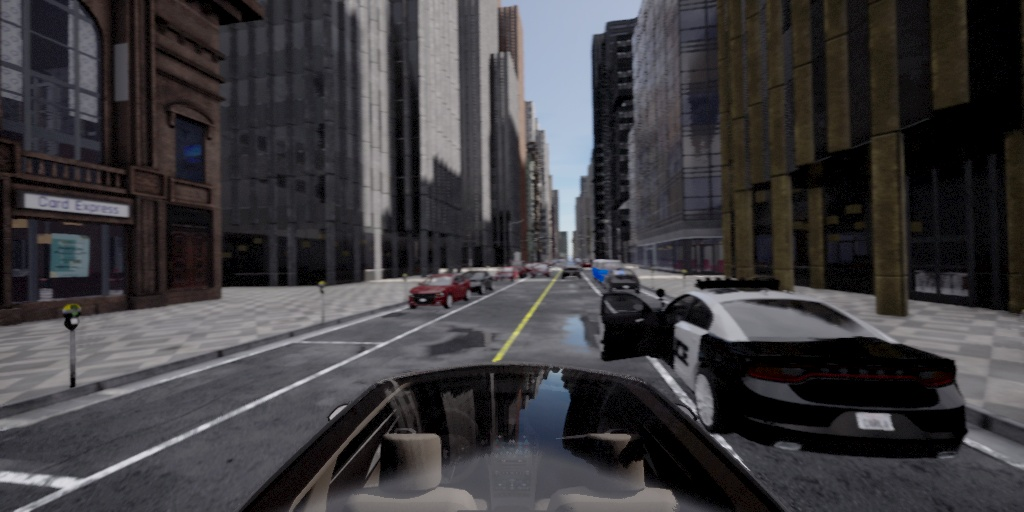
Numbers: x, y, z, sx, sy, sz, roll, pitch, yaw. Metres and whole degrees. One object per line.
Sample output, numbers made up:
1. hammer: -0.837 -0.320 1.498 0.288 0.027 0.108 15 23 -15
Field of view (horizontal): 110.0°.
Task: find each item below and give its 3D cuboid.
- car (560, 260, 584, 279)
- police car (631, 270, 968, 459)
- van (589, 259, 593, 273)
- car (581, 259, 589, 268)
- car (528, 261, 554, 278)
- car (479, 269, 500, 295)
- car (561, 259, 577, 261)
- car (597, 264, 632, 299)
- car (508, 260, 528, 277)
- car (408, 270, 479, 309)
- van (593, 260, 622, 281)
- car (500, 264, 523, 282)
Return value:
1. car: 5.815 1.463 35.151 1.837 1.490 4.892 -1 0 9
2. police car: 3.335 1.146 5.450 1.930 1.638 5.238 -1 -1 9
3. van: 7.973 1.222 31.582 1.690 1.789 3.998 0 0 9
4. car: 12.452 1.381 59.316 2.192 1.841 5.009 0 0 9
5. car: 3.104 1.564 38.003 1.812 1.442 4.674 -1 -1 10
6. car: -2.236 1.551 21.830 1.948 1.339 4.313 0 0 9
7. car: 7.508 1.507 45.826 1.882 1.535 5.008 -1 0 10
8. car: 6.181 1.359 20.489 2.007 1.370 4.403 0 0 9
9. car: 0.451 1.409 38.469 2.192 1.841 5.009 0 0 9
10. car: -3.132 1.495 16.283 1.888 1.381 4.507 0 0 9
11. van: 7.077 1.186 26.036 1.690 1.789 3.998 0 0 9
12. car: -0.444 1.640 32.922 1.802 1.307 4.207 0 0 9
